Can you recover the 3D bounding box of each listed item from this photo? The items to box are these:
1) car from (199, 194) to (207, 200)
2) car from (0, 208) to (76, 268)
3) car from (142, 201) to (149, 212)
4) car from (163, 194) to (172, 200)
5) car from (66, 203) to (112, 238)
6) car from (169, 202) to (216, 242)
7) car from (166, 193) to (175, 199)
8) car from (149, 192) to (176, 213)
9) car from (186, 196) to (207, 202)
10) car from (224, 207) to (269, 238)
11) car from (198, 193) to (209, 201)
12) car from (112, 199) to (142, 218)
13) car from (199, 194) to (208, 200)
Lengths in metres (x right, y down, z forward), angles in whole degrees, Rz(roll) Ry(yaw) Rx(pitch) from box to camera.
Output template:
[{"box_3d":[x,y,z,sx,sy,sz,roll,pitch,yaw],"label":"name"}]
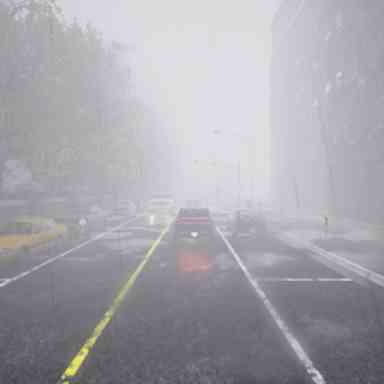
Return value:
[{"box_3d":[2.671,1.159,82.637,1.947,1.339,4.313,0,0,0],"label":"car"},{"box_3d":[-5.690,1.464,11.127,1.752,1.417,4.829,0,0,0],"label":"car"},{"box_3d":[-5.825,1.365,33.452,1.887,1.381,4.507,0,0,0],"label":"car"},{"box_3d":[-5.708,1.199,77.003,1.802,1.307,4.206,0,0,0],"label":"car"},{"box_3d":[-5.692,1.348,16.836,1.967,1.590,4.097,0,0,0],"label":"car"},{"box_3d":[0.097,1.419,15.725,1.837,1.490,4.892,0,0,0],"label":"car"},{"box_3d":[-5.710,1.010,88.267,1.967,1.590,4.097,0,0,0],"label":"car"},{"box_3d":[-3.073,1.042,33.876,2.150,2.045,5.566,0,0,0],"label":"car"},{"box_3d":[0.093,1.374,32.251,2.033,1.411,5.357,0,0,0],"label":"car"},{"box_3d":[2.688,1.458,16.841,2.008,1.369,4.403,0,0,0],"label":"car"},{"box_3d":[2.674,1.207,71.372,1.947,1.339,4.313,0,0,0],"label":"car"},{"box_3d":[-5.772,1.400,27.912,2.008,1.369,4.403,0,0,0],"label":"car"},{"box_3d":[2.673,1.182,77.005,1.947,1.339,4.313,0,0,0],"label":"car"}]
